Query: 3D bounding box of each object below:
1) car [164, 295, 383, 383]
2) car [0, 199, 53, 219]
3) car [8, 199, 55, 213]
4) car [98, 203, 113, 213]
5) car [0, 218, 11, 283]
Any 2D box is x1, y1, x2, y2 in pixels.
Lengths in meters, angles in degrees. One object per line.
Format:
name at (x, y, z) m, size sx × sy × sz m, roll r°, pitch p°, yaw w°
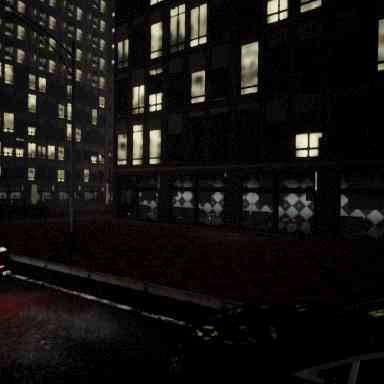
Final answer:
car at (1.979, 1.492, 2.270) m, size 4.902 × 1.511 × 2.128 m, roll 0°, pitch 0°, yaw 35°
car at (-15.671, 1.517, 30.561) m, size 2.192 × 1.841 × 5.009 m, roll 1°, pitch 0°, yaw 36°
car at (-19.183, 1.641, 39.931) m, size 1.752 × 1.417 × 4.829 m, roll 1°, pitch 0°, yaw 36°
car at (-8.888, 1.828, 39.783) m, size 1.752 × 1.417 × 4.829 m, roll 1°, pitch 0°, yaw 36°
car at (-6.376, 1.487, 8.203) m, size 4.902 × 1.511 × 2.128 m, roll 0°, pitch 0°, yaw 36°
